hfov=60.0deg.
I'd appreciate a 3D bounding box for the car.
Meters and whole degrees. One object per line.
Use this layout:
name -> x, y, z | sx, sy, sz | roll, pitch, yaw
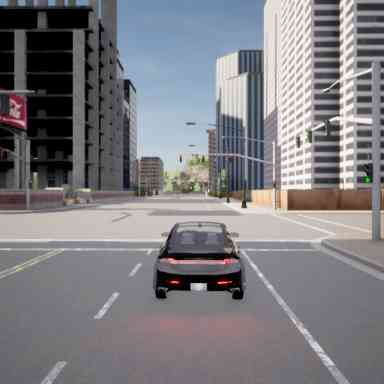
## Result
car -> 0.200, 1.490, 8.403 | 2.128, 1.511, 4.902 | 0, 0, 2
